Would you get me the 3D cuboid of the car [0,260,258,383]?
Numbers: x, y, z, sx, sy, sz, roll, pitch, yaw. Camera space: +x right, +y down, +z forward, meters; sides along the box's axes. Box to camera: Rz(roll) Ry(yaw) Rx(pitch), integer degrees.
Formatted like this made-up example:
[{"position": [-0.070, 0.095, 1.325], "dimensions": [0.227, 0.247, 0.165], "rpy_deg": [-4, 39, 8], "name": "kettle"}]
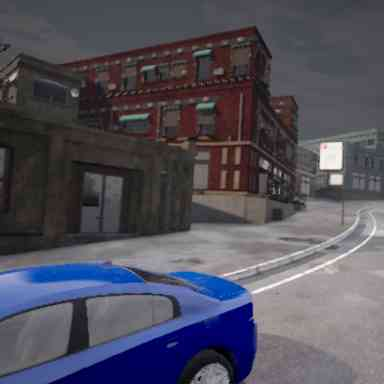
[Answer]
[{"position": [-1.553, 1.502, 3.024], "dimensions": [5.008, 1.535, 1.882], "rpy_deg": [0, 0, -38], "name": "car"}]
